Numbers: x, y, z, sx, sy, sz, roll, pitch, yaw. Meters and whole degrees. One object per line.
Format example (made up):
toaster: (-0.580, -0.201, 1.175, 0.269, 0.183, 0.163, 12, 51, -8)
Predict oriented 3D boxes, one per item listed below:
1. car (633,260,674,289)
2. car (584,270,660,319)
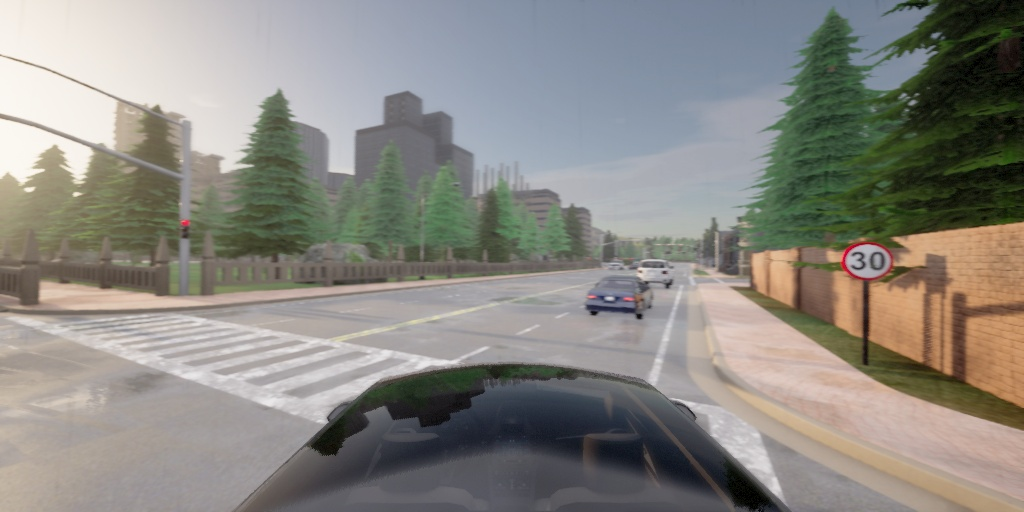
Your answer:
car: (10.908, 1.303, 27.212, 2.150, 2.045, 5.566, 1, 0, 27)
car: (4.248, 1.444, 13.750, 2.033, 1.411, 5.357, 1, 0, 26)
